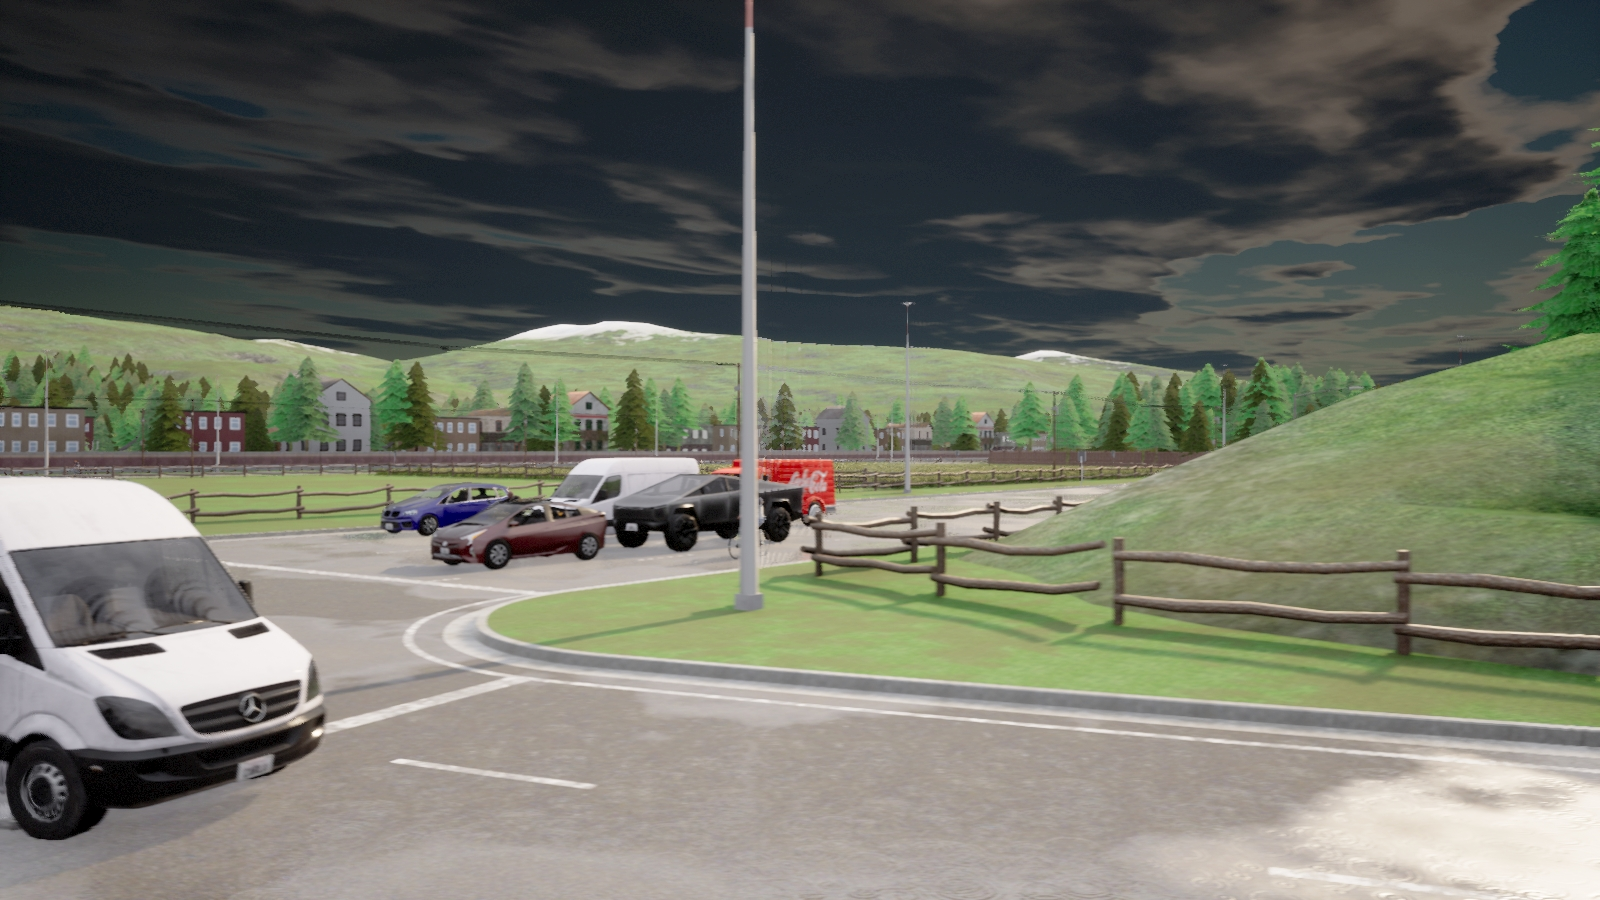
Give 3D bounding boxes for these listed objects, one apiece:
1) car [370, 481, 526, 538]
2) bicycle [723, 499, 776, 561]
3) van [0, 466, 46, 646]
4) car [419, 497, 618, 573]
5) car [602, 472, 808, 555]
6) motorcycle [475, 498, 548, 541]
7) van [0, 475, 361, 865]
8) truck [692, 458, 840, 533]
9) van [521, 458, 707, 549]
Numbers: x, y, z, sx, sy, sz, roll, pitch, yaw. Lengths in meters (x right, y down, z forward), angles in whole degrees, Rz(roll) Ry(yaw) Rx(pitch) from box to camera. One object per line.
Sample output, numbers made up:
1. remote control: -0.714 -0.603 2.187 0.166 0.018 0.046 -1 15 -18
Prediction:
1. car: -11.908 1.964 38.890 2.242 1.667 4.611 0 0 39
2. bicycle: -1.309 2.056 29.727 0.373 1.496 1.643 0 0 39
3. van: -14.214 1.530 17.431 5.915 2.561 1.988 0 0 29
4. car: -6.878 2.038 28.343 2.007 1.525 4.514 0 0 38
5. car: -2.657 1.753 33.647 2.390 2.098 6.274 0 0 39
6. motorcycle: -9.234 2.203 36.631 0.867 1.251 2.209 0 0 39
7. van: -6.784 1.533 9.882 5.915 2.561 1.988 0 0 25
8. truck: -1.136 1.566 41.313 2.627 2.467 5.204 0 0 38
9. van: -5.650 1.533 35.517 1.988 2.561 5.915 0 0 39
